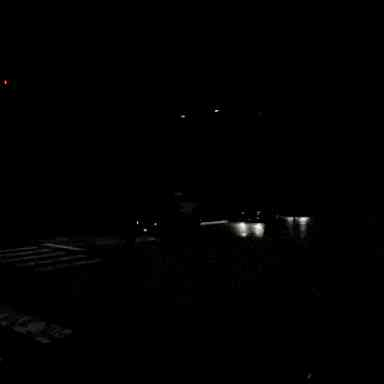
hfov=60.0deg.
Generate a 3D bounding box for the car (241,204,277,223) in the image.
[{"bbox_3d":[6.613,2.008,32.613,2.097,1.767,4.553,0,-1,35],"label":"car"}]

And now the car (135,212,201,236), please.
[{"bbox_3d":[-1.456,1.968,21.273,1.895,1.301,4.718,0,-1,35],"label":"car"}]

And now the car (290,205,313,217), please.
[{"bbox_3d":[14.422,2.446,43.519,1.837,1.490,4.892,0,-2,36],"label":"car"}]

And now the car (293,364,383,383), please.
[{"bbox_3d":[2.391,1.551,1.247,4.403,1.369,2.008,0,0,36],"label":"car"}]
